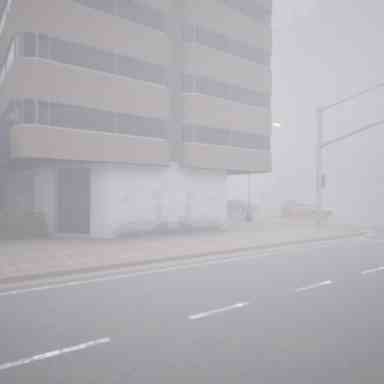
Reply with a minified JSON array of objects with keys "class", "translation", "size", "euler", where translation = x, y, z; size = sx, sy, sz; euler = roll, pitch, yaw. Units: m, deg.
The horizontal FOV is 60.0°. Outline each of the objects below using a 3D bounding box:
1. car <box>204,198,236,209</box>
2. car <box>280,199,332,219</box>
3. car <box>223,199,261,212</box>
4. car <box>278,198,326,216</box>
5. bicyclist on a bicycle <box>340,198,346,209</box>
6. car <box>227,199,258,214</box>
[{"class":"car","translation":[4.389,1.780,52.575],"size":[2.033,1.411,5.357],"euler":[0,0,-36]},{"class":"car","translation":[10.762,1.663,31.575],"size":[1.882,1.535,5.008],"euler":[0,0,-36]},{"class":"car","translation":[6.461,1.686,43.456],"size":[1.882,1.535,5.008],"euler":[0,0,-36]},{"class":"car","translation":[11.871,1.561,36.003],"size":[2.097,1.767,4.553],"euler":[0,0,-36]},{"class":"bicyclist on a bicycle","translation":[21.532,1.610,47.338],"size":[1.656,1.620,0.582],"euler":[0,0,-36]},{"class":"car","translation":[5.276,1.662,39.137],"size":[1.882,1.535,5.008],"euler":[0,0,-36]}]
